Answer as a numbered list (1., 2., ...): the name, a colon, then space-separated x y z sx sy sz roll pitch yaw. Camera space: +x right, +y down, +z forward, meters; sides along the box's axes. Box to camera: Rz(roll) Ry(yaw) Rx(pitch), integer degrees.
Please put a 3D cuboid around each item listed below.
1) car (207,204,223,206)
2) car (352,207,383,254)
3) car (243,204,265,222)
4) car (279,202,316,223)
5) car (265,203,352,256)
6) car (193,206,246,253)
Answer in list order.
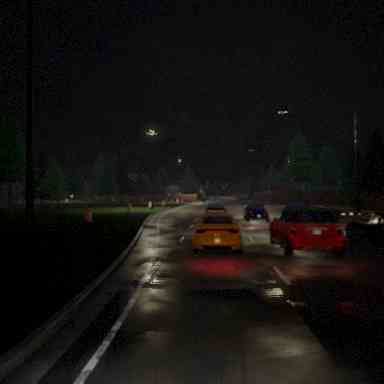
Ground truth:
1. car: 2.048 1.757 29.239 2.128 1.511 4.902 0 0 4
2. car: 8.057 1.594 13.821 2.128 1.511 4.902 0 0 4
3. car: 5.546 1.777 29.089 1.812 1.442 4.674 0 0 4
4. car: 9.046 1.716 28.960 1.882 1.535 5.008 0 0 4
5. car: 4.548 1.464 13.834 2.097 1.767 4.553 0 -1 4
6. car: 1.085 1.609 14.454 1.882 1.535 5.008 0 0 4
